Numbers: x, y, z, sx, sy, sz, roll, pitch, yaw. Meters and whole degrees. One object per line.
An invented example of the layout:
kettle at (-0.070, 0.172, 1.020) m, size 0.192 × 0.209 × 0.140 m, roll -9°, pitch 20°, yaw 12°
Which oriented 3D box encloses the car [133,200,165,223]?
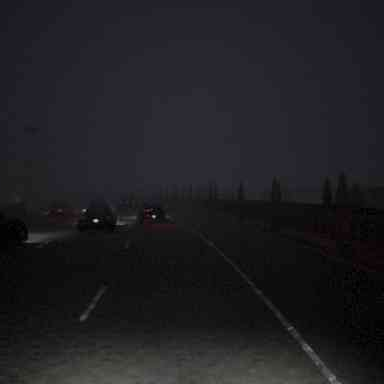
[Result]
car at (-3.203, 1.442, 25.342) m, size 1.837 × 1.490 × 4.892 m, roll 0°, pitch 0°, yaw -14°

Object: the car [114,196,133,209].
car at (-8.420, 1.255, 41.136) m, size 2.097 × 1.767 × 4.553 m, roll 0°, pitch 0°, yaw -22°

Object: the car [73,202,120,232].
car at (-5.543, 1.518, 19.780) m, size 1.994 × 1.385 × 4.181 m, roll 0°, pitch 0°, yaw -11°

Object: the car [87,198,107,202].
car at (-10.559, 1.419, 37.146) m, size 1.837 × 1.490 × 4.892 m, roll 0°, pitch 0°, yaw -21°

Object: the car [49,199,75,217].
car at (-11.994, 1.410, 30.763) m, size 1.882 × 1.535 × 5.008 m, roll 0°, pitch 0°, yaw -18°

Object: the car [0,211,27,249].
car at (-7.842, 1.328, 12.165) m, size 2.097 × 1.767 × 4.553 m, roll 0°, pitch 0°, yaw -6°
